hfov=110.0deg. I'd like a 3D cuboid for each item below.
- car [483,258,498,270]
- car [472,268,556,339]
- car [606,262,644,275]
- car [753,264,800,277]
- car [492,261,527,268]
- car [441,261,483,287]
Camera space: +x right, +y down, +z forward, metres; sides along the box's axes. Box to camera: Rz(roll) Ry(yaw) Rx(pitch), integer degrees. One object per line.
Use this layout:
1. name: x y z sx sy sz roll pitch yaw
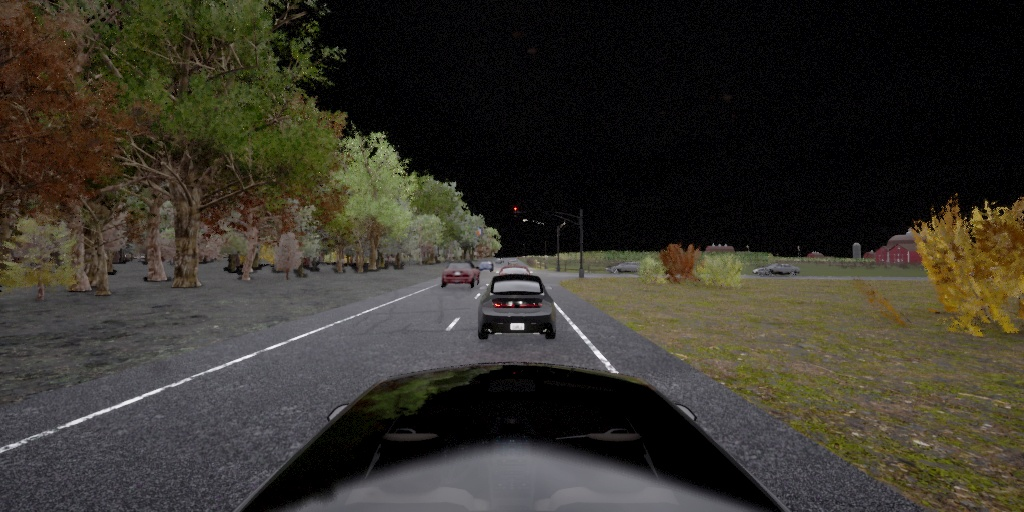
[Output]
1. car: -3.325 1.304 46.956 2.033 1.411 5.357 0 0 0
2. car: 0.115 1.257 10.061 1.837 1.490 4.892 0 0 0
3. car: 13.629 1.450 42.347 4.902 1.511 2.128 1 -1 3
4. car: 30.965 1.636 42.045 4.902 1.511 2.128 1 -1 0
5. car: 0.134 1.232 19.424 1.882 1.535 5.008 0 0 0
6. car: -3.362 1.107 24.302 2.097 1.767 4.553 0 0 0
